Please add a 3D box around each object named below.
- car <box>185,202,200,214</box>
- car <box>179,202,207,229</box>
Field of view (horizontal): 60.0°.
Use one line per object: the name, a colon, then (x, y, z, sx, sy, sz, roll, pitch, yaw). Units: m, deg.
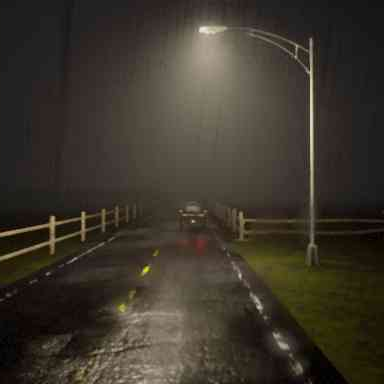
car: (0.057, 1.949, 41.402, 1.812, 1.442, 4.674, 0, -1, 0)
car: (0.074, 1.736, 23.940, 2.128, 1.511, 4.902, 0, -1, 0)
